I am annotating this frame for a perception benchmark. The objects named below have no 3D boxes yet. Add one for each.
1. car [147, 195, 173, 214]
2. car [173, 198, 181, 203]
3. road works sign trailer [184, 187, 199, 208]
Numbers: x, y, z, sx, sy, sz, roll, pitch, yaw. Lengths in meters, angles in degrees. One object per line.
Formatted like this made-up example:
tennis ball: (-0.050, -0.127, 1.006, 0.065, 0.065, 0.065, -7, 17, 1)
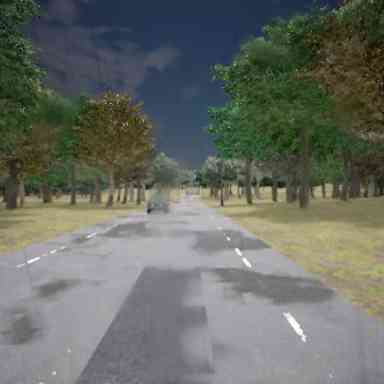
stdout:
car: (-3.598, 1.321, 36.614, 2.150, 2.045, 5.566, 0, 0, 0)
car: (-3.517, 2.091, 77.094, 1.882, 1.535, 5.008, 0, -1, 0)
road works sign trailer: (0.055, 0.871, 56.343, 2.380, 3.560, 2.880, 0, -1, -2)
